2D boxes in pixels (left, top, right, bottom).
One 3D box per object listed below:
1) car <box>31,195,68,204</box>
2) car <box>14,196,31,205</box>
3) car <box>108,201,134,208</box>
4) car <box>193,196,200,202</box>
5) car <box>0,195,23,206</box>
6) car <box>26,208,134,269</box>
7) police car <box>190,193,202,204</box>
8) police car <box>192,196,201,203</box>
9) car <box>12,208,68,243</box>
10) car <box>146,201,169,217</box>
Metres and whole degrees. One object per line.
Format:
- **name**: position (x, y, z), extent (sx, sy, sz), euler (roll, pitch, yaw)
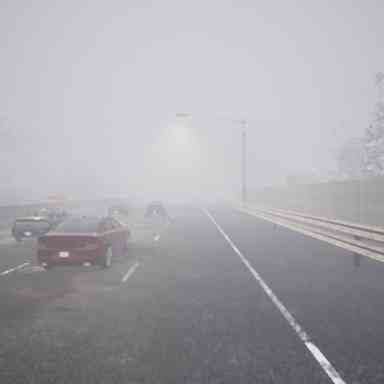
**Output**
- **car**: position (-17.580, 1.350, 42.063), extent (2.150, 2.045, 5.566), euler (0, 0, 0)
- **car**: position (-21.067, 1.642, 44.169), extent (1.837, 1.490, 4.892), euler (0, -1, 0)
- **car**: position (-6.893, 1.605, 32.627), extent (1.837, 1.490, 4.892), euler (0, 0, 0)
- **car**: position (1.066, 1.770, 83.105), extent (1.837, 1.490, 4.892), euler (0, 0, 0)
- **car**: position (-24.557, 1.360, 44.673), extent (2.150, 2.045, 5.566), euler (0, 0, 0)
- **car**: position (-3.398, 1.512, 11.313), extent (1.882, 1.535, 5.008), euler (0, 0, 0)
- **police car**: position (1.063, 1.635, 67.214), extent (1.930, 1.638, 5.238), euler (0, 0, 0)
- **police car**: position (1.065, 1.668, 77.215), extent (1.930, 1.638, 5.238), euler (0, 0, 0)
- **car**: position (-6.895, 1.542, 16.401), extent (2.128, 1.511, 4.902), euler (0, 0, 0)
- **car**: position (-3.393, 1.604, 32.593), extent (1.837, 1.490, 4.892), euler (0, 0, 0)
